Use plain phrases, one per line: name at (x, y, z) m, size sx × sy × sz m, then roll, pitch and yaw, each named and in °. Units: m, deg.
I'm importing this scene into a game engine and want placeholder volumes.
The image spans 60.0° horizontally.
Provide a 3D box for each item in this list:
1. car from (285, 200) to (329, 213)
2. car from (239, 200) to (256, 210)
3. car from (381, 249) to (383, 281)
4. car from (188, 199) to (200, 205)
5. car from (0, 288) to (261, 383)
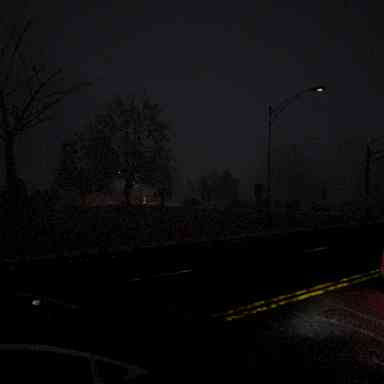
car at (12.787, 1.618, 37.225) m, size 1.882 × 1.535 × 5.008 m, roll 2°, pitch -2°, yaw -36°
car at (6.963, 1.761, 45.159) m, size 1.994 × 1.385 × 4.181 m, roll 2°, pitch -2°, yaw -37°
car at (6.704, 1.362, 8.265) m, size 4.553 × 1.767 × 2.097 m, roll 0°, pitch 0°, yaw -36°
car at (0.285, 1.795, 54.662) m, size 1.812 × 1.442 × 4.674 m, roll 2°, pitch -2°, yaw -34°
car at (-1.592, 1.492, 2.302) m, size 4.902 × 1.511 × 2.128 m, roll 0°, pitch 0°, yaw -36°
